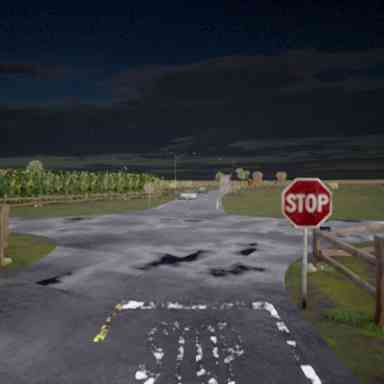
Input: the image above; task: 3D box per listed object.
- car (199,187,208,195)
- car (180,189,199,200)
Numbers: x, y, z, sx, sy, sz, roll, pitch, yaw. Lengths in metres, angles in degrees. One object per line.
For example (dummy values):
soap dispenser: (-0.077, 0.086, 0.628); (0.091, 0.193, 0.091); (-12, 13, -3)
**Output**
car: (2.272, -0.294, 70.000); (1.882, 1.535, 5.008); (0, 2, 8)
car: (-0.499, 0.454, 46.476); (1.895, 1.301, 4.718); (0, 1, 5)
